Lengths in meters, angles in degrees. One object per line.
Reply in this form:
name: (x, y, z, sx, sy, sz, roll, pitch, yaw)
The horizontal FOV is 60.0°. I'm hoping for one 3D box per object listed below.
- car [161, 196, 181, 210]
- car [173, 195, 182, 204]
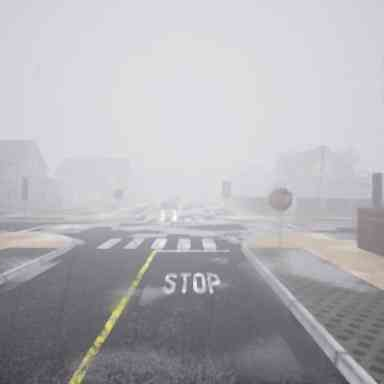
car: (-2.736, 1.463, 40.573, 1.895, 1.301, 4.718, 0, 0, 0)
car: (-2.731, 1.319, 56.236, 1.837, 1.490, 4.892, 0, 0, 0)
